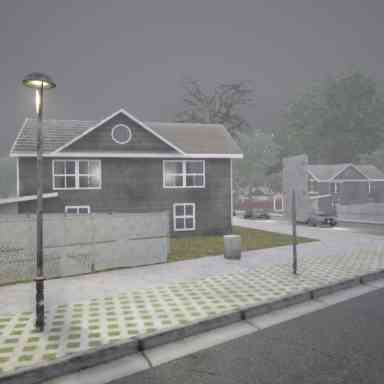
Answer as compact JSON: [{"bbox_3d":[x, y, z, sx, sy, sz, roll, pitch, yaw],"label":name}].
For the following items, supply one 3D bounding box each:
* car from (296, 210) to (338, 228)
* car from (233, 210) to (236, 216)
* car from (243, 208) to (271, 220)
[{"bbox_3d":[10.240,2.201,27.983,1.994,1.385,4.181,-1,-2,-14],"label":"car"},{"bbox_3d":[4.954,2.916,50.130,2.033,1.411,5.357,-1,-1,-13],"label":"car"},{"bbox_3d":[7.586,2.588,39.071,1.994,1.385,4.181,-1,-2,-13],"label":"car"}]
